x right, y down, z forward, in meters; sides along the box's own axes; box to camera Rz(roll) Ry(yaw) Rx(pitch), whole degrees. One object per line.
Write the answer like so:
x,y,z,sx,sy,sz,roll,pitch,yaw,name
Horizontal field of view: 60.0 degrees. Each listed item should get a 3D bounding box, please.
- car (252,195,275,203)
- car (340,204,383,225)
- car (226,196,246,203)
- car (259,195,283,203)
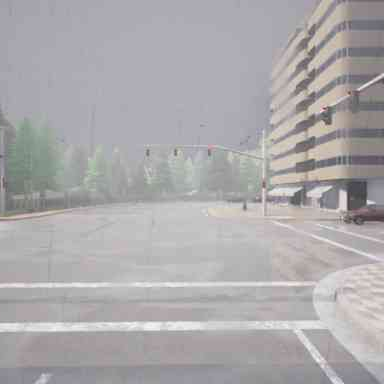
14.256,1.516,67.777,4.674,1.442,1.812,0,0,-34,car
13.186,1.578,24.030,4.674,1.442,1.812,0,0,-1,car
9.036,1.482,67.674,4.902,1.511,2.128,0,0,-42,car
17.571,1.515,73.656,4.902,1.511,2.128,0,0,-23,car
